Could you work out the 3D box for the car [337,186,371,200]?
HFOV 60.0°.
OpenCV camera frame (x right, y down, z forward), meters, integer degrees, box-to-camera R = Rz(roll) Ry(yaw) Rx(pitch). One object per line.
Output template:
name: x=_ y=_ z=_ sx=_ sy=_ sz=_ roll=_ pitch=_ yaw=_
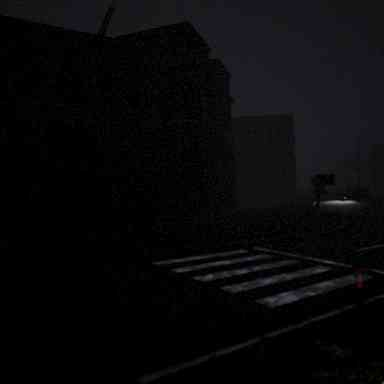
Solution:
car: x=18.400 y=0.058 z=37.625 sx=5.357 sy=1.411 sz=2.033 roll=-6 pitch=3 yaw=-43
